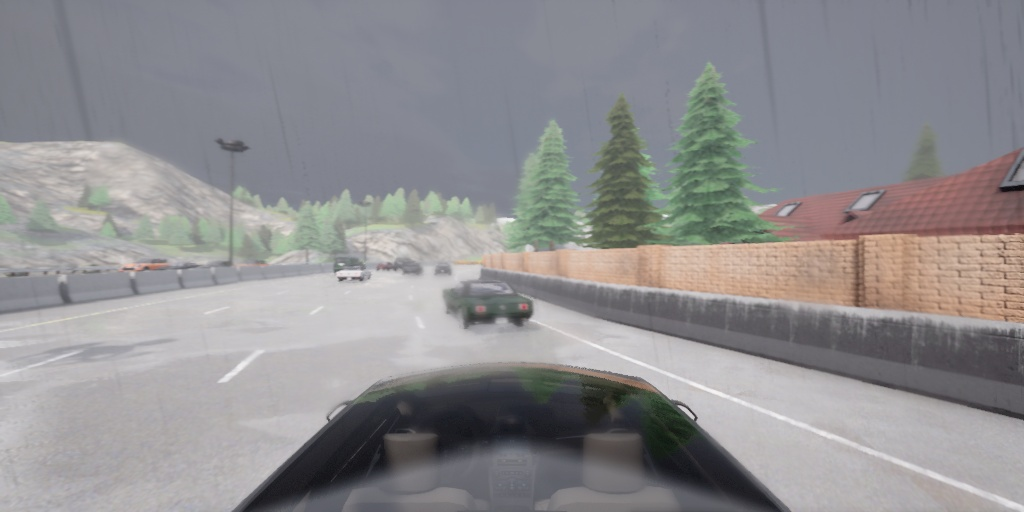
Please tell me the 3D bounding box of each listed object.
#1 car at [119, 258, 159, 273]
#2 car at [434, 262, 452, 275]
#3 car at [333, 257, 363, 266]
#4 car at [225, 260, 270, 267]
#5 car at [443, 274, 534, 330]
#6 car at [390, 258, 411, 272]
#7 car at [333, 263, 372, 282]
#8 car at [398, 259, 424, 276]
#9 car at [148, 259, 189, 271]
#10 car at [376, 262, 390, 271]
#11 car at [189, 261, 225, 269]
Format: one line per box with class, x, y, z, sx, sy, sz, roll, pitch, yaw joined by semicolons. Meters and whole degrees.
car;-39.598;1.060;38.931;2.097;1.767;4.553;0;0;-7
car;-8.221;1.562;43.280;1.812;1.442;4.674;0;0;-7
car;-18.552;1.168;41.053;2.150;2.045;5.566;0;-1;-6
car;-29.170;1.230;40.151;2.097;1.767;4.553;0;0;-7
car;-1.018;1.425;11.572;1.895;1.301;4.718;1;-1;-20
car;-16.069;1.294;54.042;2.150;2.045;5.566;0;0;-1
car;-13.430;1.499;30.813;1.895;1.301;4.718;0;-1;-11
car;-11.659;1.501;42.670;2.128;1.511;4.902;0;0;-7
car;-36.120;1.368;39.306;2.033;1.411;5.357;0;0;-7
car;-19.562;1.587;55.611;1.812;1.442;4.674;0;0;-1
car;-32.643;1.341;39.713;1.837;1.490;4.892;0;0;-7
